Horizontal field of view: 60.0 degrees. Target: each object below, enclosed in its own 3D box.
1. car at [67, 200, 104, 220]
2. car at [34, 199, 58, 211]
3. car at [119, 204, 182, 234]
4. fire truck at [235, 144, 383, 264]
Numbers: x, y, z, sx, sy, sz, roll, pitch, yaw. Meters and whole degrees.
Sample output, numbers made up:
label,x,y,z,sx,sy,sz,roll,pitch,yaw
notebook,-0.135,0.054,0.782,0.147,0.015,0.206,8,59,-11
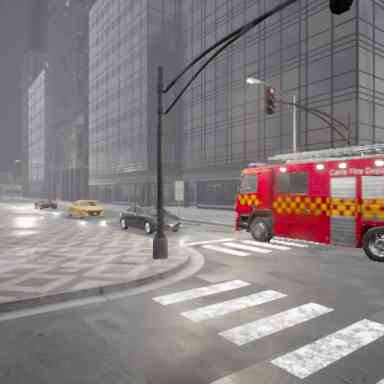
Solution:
label,x,y,z,sx,sy,sz,roll,pitch,yaw
car,-9.088,1.444,28.245,1.882,1.535,5.008,0,0,-35
car,-17.755,1.554,40.363,1.895,1.301,4.718,0,0,-35
car,-2.507,1.483,19.112,1.837,1.490,4.892,0,0,-38
fire truck,5.574,0.336,13.199,2.891,3.827,8.468,0,0,-36
